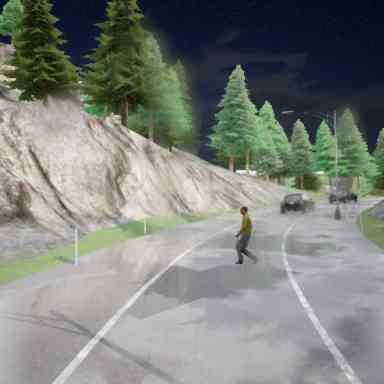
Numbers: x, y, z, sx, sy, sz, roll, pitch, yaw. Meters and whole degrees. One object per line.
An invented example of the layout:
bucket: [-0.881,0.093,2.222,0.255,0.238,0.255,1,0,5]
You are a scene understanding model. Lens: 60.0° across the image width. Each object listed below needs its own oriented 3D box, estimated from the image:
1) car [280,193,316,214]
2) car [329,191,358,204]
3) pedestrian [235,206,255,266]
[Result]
car: [9.322,0.905,29.124,2.097,1.767,4.553,-3,0,32]
car: [17.892,0.548,39.378,4.674,1.442,1.812,-4,0,-41]
pedestrian: [1.617,1.265,10.025,0.375,1.860,0.375,3,-3,12]
